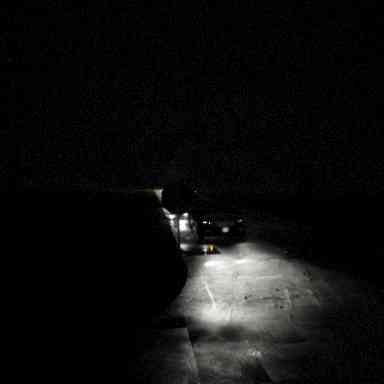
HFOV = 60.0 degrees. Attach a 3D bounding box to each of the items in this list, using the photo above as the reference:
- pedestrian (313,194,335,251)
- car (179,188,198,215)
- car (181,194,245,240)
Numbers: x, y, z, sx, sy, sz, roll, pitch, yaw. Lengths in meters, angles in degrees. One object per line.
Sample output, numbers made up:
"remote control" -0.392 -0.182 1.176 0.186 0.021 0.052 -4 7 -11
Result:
"pedestrian" 4.156 0.926 10.471 0.375 1.860 0.375 0 0 -7
"car" -0.227 0.764 24.133 1.837 1.490 4.892 -2 2 -7
"car" 0.934 1.068 14.869 2.128 1.511 4.902 -2 2 -7
